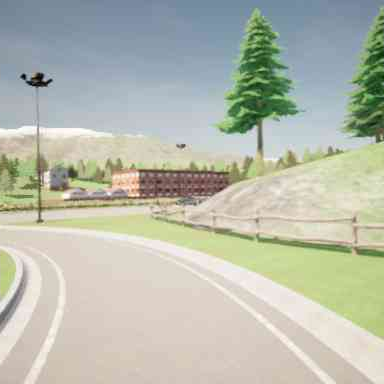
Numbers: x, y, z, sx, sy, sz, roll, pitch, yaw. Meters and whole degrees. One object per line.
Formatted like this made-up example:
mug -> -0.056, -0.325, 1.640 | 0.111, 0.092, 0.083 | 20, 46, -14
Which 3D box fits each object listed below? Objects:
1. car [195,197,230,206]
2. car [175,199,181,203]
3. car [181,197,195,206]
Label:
car -> 3.466, 1.566, 56.262 | 5.008, 1.535, 1.882 | -1, 0, -39
car -> -1.010, 1.710, 61.614 | 4.892, 1.490, 1.837 | -1, 0, -39
car -> 1.243, 1.694, 58.941 | 5.357, 1.411, 2.033 | -1, 0, -39
